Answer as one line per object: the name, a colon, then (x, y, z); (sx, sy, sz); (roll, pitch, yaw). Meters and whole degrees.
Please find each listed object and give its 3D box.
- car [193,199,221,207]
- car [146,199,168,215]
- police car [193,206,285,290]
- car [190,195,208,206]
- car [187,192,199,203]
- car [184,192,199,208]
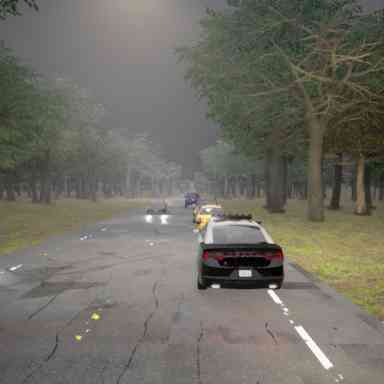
car: (1.093, 1.430, 19.306); (1.801, 1.575, 5.366); (0, 0, 0)
car: (-3.425, 1.459, 33.661); (1.812, 1.442, 4.674); (0, 0, 0)
police car: (1.071, 1.417, 9.225); (1.930, 1.638, 5.238); (0, 0, 0)
car: (1.105, 1.312, 25.088); (2.097, 1.767, 4.553); (0, 0, 0)
car: (0.142, 1.007, 64.121); (2.150, 2.045, 5.566); (0, 0, 0)
car: (0.116, 1.104, 45.851); (2.150, 2.045, 5.566); (0, 0, 0)
